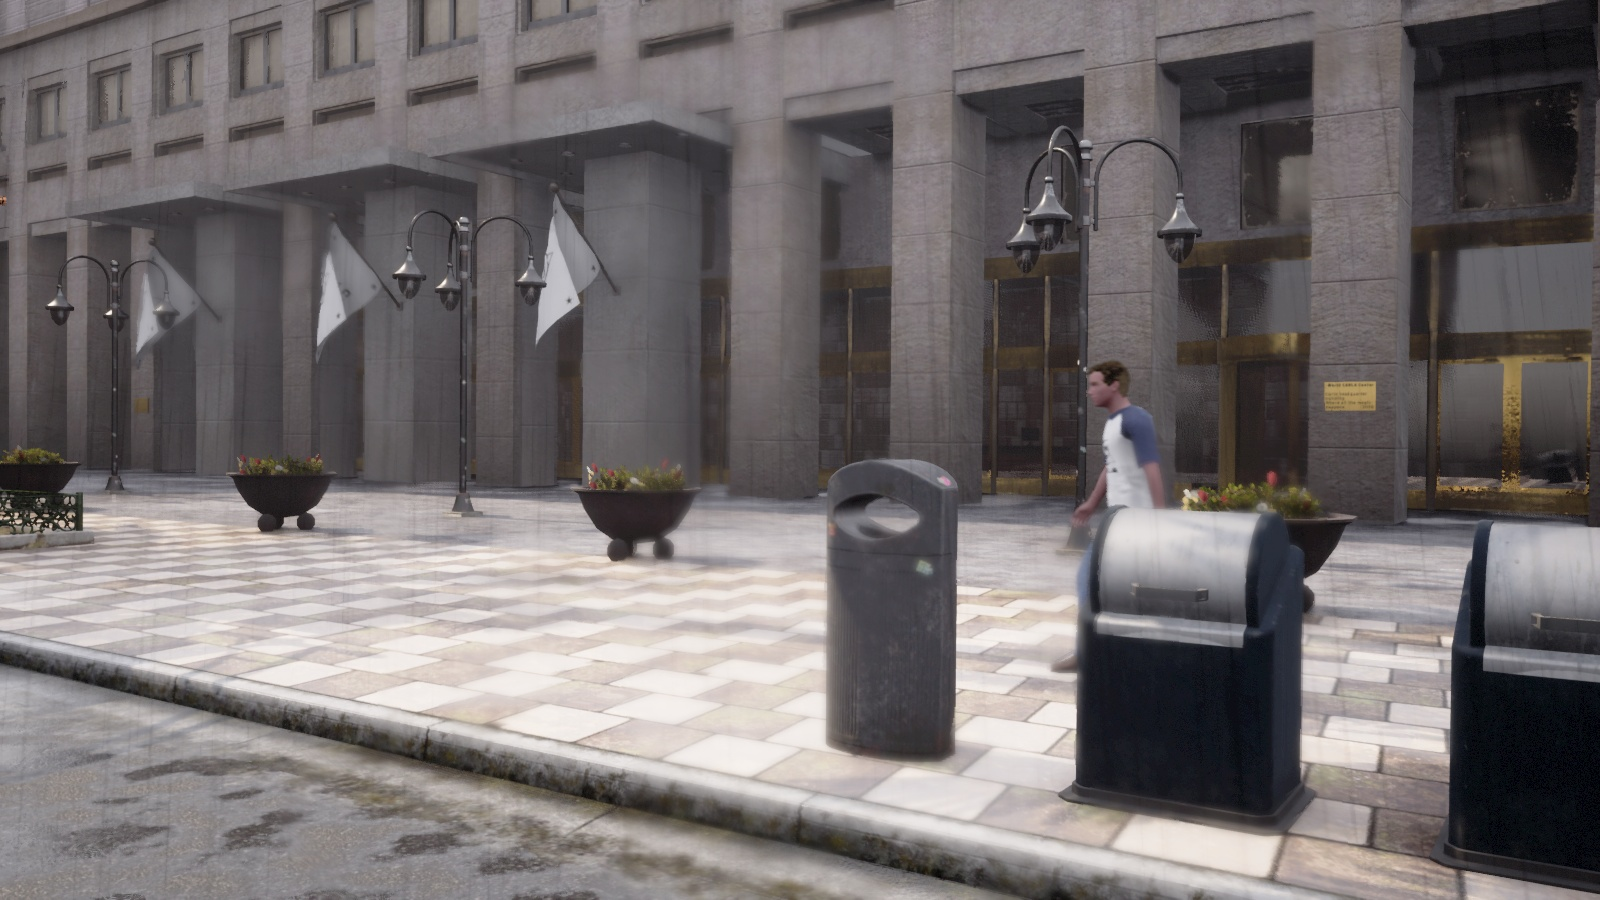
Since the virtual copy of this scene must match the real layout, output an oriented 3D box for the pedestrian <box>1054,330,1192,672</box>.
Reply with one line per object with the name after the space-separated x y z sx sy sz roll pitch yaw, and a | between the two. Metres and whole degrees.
1.780 0.277 6.968 0.706 1.836 0.354 0 1 10 | pedestrian
